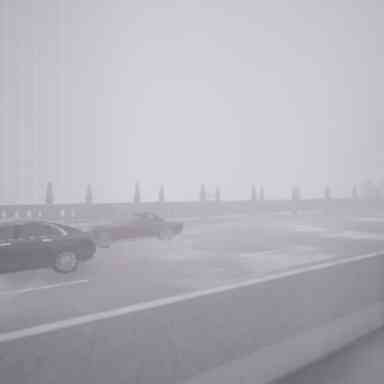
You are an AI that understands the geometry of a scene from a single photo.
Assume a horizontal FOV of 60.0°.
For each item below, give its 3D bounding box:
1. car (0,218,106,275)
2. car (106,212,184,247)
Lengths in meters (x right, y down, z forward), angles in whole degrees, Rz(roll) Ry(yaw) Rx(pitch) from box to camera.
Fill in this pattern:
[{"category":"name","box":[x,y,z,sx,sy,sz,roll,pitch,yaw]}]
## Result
[{"category":"car","box":[-5.078,1.502,8.969,4.892,1.490,1.837,0,0,-35]},{"category":"car","box":[-2.775,1.586,14.910,4.718,1.301,1.895,0,0,-35]}]
